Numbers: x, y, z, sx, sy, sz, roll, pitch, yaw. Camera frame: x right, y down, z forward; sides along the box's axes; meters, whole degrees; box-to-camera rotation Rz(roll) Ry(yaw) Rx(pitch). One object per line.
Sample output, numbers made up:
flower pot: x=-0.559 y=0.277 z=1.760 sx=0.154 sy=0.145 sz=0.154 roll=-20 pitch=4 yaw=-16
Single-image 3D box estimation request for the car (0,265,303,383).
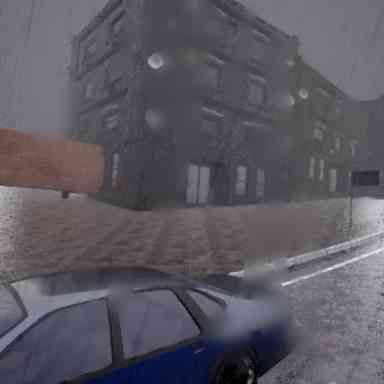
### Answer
car: x=-1.163 y=1.555 z=3.258 sx=5.357 sy=1.411 sz=2.033 roll=-1 pitch=0 yaw=-37
